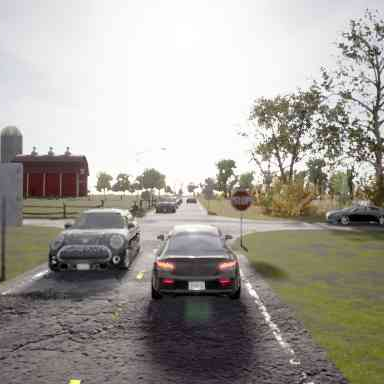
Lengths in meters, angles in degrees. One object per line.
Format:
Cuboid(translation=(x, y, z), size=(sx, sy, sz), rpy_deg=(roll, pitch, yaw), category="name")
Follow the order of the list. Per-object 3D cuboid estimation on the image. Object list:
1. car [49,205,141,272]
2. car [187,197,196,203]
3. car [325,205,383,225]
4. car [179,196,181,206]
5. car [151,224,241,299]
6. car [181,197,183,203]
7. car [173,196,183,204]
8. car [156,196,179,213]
Cuboid(translation=(-2.914, 1.357, 10.889), size=(2.097, 1.767, 4.553), rpy_deg=(0, 0, -2), category="car")
Cuboid(translation=(-0.099, 1.645, 70.439), size=(1.994, 1.385, 4.181), rpy_deg=(0, 0, 0), category="car")
Cuboid(translation=(12.916, 1.742, 25.789), size=(4.902, 1.511, 2.128), rpy_deg=(1, -1, 0), category="car")
Cuboid(translation=(-2.960, 1.547, 47.666), size=(1.837, 1.490, 4.892), rpy_deg=(0, 0, 0), category="car")
Cuboid(translation=(0.074, 1.529, 8.305), size=(1.812, 1.442, 4.674), rpy_deg=(0, 0, 0), category="car")
Cuboid(translation=(-2.966, 1.606, 57.955), size=(2.033, 1.411, 5.357), rpy_deg=(0, 0, 0), category="car")
Cuboid(translation=(-2.937, 1.559, 69.503), size=(1.882, 1.535, 5.008), rpy_deg=(0, 0, 0), category="car")
Cuboid(translation=(-2.946, 1.381, 38.177), size=(2.097, 1.767, 4.553), rpy_deg=(0, 0, 0), category="car")
